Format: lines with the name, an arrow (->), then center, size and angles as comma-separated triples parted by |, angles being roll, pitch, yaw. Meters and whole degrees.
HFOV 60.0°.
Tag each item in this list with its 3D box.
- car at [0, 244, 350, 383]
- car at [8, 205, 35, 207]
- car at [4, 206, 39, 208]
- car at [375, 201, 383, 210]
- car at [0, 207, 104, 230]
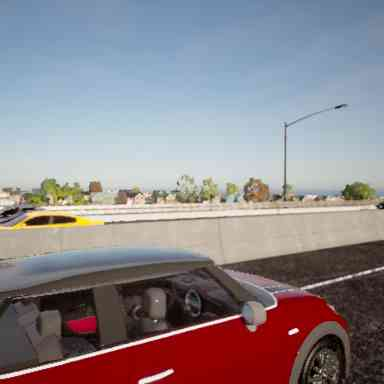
car -> -0.378, 1.358, 3.455 | 4.553, 1.767, 2.097 | 0, 0, -35
car -> -9.835, 1.513, 18.445 | 4.892, 1.490, 1.837 | 0, 0, -35
car -> -7.718, 1.573, 15.653 | 4.181, 1.385, 1.994 | 0, 0, -35
car -> 25.408, 1.751, 42.542 | 4.892, 1.490, 1.837 | 1, 0, -34
car -> -5.843, 1.486, 12.694 | 5.008, 1.535, 1.882 | 0, 0, -35
